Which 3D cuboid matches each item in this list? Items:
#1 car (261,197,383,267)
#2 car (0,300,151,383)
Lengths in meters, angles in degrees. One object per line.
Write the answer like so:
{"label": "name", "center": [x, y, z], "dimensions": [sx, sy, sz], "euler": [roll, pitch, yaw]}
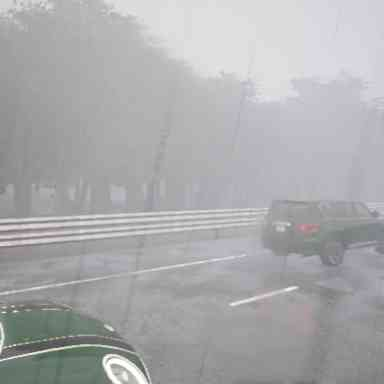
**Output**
{"label": "car", "center": [4.838, 1.187, 11.497], "dimensions": [5.566, 2.045, 2.150], "euler": [0, 0, -36]}
{"label": "car", "center": [-2.462, 1.355, 1.989], "dimensions": [4.553, 1.767, 2.097], "euler": [0, 0, -36]}
